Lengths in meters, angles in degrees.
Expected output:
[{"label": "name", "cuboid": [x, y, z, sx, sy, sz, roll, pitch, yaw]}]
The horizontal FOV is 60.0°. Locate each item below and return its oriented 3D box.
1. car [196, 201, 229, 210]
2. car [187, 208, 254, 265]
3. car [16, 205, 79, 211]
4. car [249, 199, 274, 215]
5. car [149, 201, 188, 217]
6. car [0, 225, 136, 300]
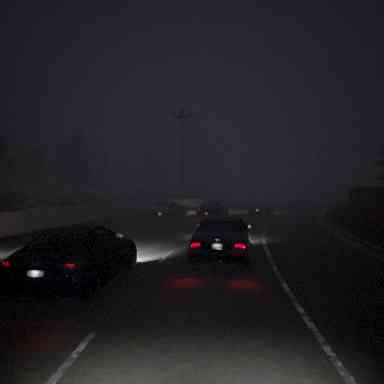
[{"label": "car", "cuboid": [1.911, 1.468, 29.369, 1.895, 1.301, 4.718, 0, 0, 19]}, {"label": "car", "cuboid": [1.048, 1.496, 11.473, 2.033, 1.411, 5.357, 0, 0, 8]}, {"label": "car", "cuboid": [-10.476, 1.327, 25.319, 1.882, 1.535, 5.008, 0, 0, 15]}, {"label": "car", "cuboid": [6.735, 1.394, 32.150, 1.812, 1.442, 4.674, 0, 0, 21]}, {"label": "car", "cuboid": [-1.905, 1.458, 28.996, 1.895, 1.301, 4.718, 0, 0, 18]}, {"label": "car", "cuboid": [-2.784, 1.516, 8.326, 1.994, 1.385, 4.181, 0, 0, 6]}]
